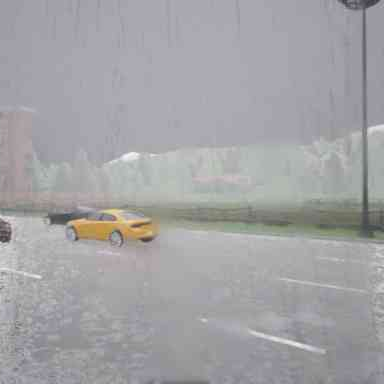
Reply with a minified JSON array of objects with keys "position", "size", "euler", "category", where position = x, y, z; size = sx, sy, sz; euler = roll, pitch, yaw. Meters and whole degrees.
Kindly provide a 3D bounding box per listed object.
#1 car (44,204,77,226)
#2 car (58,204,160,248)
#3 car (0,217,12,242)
[{"position":[-8.046,1.586,22.624],"size":[5.008,1.535,1.882],"euler":[0,0,36],"category":"car"},{"position":[-3.743,1.543,15.258],"size":[5.008,1.535,1.882],"euler":[0,0,35],"category":"car"},{"position":[-10.201,1.621,15.567],"size":[4.674,1.442,1.812],"euler":[0,0,36],"category":"car"}]
